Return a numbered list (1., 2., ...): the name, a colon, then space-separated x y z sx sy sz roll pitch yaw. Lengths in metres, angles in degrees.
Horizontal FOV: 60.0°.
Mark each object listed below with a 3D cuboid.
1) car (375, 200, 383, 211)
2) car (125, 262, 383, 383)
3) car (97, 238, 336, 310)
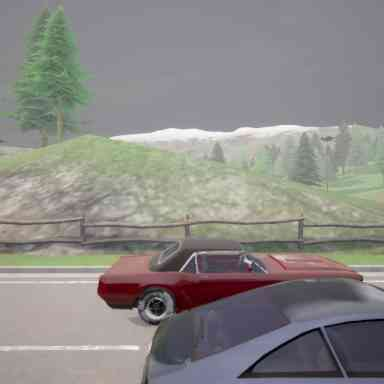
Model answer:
1. car: 22.814 1.215 35.844 2.150 2.045 5.566 0 -1 -28
2. car: 1.618 1.564 2.986 4.181 1.385 1.994 0 0 0
3. car: 0.747 1.601 6.472 4.718 1.301 1.895 0 0 -1
